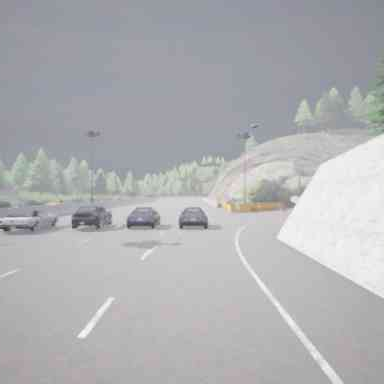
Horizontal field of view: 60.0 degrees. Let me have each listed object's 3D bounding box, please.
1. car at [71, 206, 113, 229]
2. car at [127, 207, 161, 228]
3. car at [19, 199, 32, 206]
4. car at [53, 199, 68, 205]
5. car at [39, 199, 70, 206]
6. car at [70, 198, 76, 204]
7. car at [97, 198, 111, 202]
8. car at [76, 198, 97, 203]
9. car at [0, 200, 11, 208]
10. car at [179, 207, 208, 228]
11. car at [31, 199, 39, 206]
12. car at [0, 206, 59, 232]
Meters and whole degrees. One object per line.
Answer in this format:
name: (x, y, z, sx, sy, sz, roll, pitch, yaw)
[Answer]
car: (-6.904, 1.726, 23.319, 1.837, 1.490, 4.892, 0, 0, 0)
car: (-3.405, 1.789, 23.909, 1.994, 1.385, 4.181, 0, 0, 0)
car: (-31.509, 2.126, 64.088, 2.128, 1.511, 4.902, 0, -1, 0)
car: (-31.511, 2.343, 79.851, 1.895, 1.301, 4.718, 0, -1, 0)
car: (-21.067, 1.959, 51.318, 1.882, 1.535, 5.008, 0, -1, 0)
car: (-28.011, 2.246, 79.569, 1.837, 1.490, 4.892, 0, -1, 0)
car: (-21.012, 2.264, 81.463, 1.837, 1.490, 4.892, 0, -1, 0)
car: (-21.010, 2.147, 66.400, 1.812, 1.442, 4.674, 0, -1, 0)
car: (-28.077, 1.941, 47.974, 2.128, 1.511, 4.902, 0, 0, 0)
car: (0.096, 1.790, 23.970, 1.994, 1.385, 4.181, 0, 0, 0)
car: (-28.009, 2.138, 63.772, 2.033, 1.411, 5.357, 0, -1, 0)
car: (-10.404, 1.804, 21.602, 1.895, 1.301, 4.718, 0, -1, 0)
